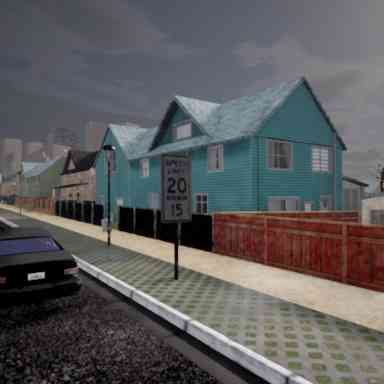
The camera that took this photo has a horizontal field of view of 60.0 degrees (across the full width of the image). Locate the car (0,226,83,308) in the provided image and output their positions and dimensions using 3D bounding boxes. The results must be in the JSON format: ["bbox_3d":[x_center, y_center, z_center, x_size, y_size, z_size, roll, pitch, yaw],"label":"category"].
[{"bbox_3d":[-4.239,1.550,7.984,2.033,1.411,5.357,0,0,-36],"label":"car"}]
